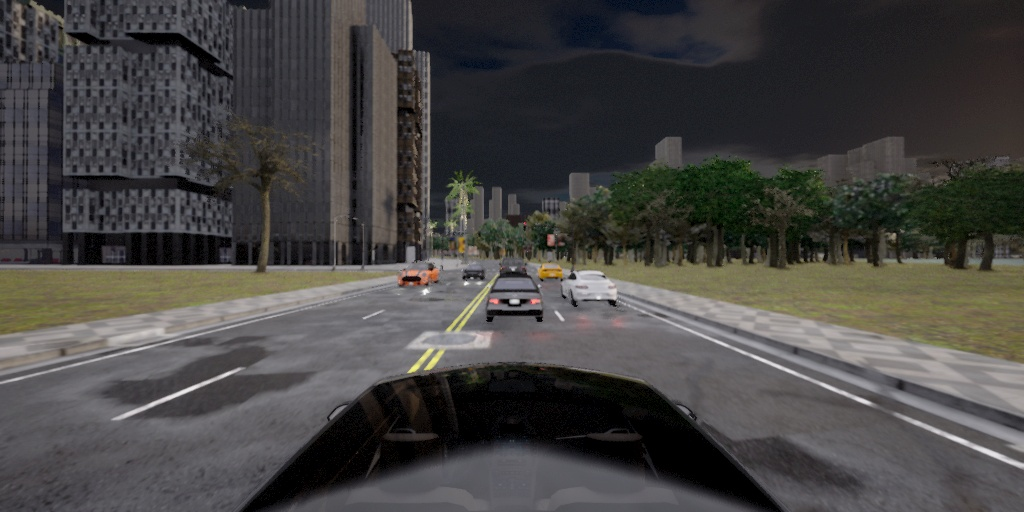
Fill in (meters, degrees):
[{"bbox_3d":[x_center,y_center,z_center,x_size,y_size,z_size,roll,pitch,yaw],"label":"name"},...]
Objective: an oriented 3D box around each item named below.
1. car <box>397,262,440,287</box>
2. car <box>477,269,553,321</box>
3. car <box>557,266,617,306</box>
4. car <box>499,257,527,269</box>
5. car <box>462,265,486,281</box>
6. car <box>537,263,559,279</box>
[{"bbox_3d":[-6.590,1.241,25.688,2.097,1.767,4.553,0,0,0],"label":"car"},{"bbox_3d":[0.086,1.362,12.742,2.033,1.411,5.357,0,0,0],"label":"car"},{"bbox_3d":[3.342,1.359,16.092,1.812,1.442,4.674,0,0,0],"label":"car"},{"bbox_3d":[0.090,1.134,29.642,2.150,2.045,5.566,0,0,0],"label":"car"},{"bbox_3d":[-3.330,1.477,32.566,2.033,1.411,5.357,0,0,0],"label":"car"},{"bbox_3d":[3.347,1.404,32.006,1.882,1.535,5.008,0,-1,0],"label":"car"}]
